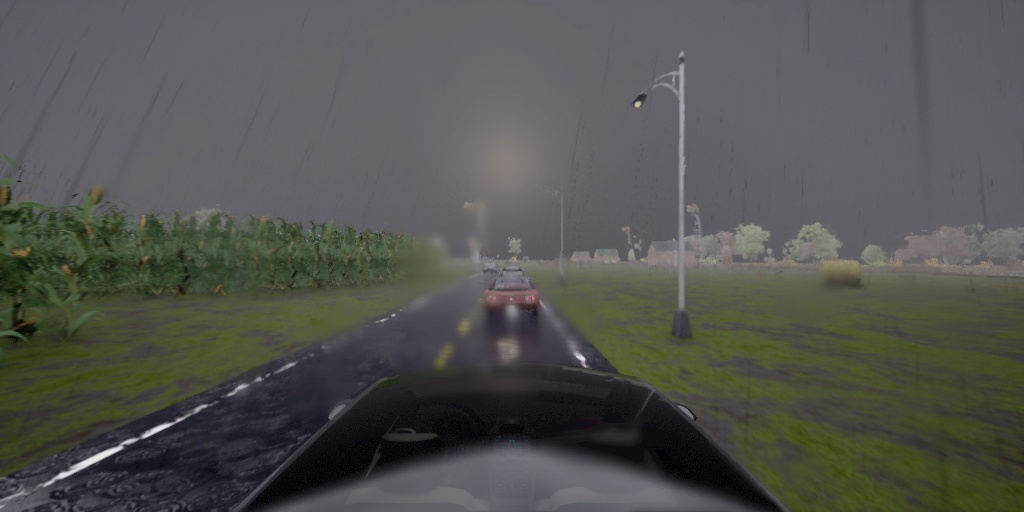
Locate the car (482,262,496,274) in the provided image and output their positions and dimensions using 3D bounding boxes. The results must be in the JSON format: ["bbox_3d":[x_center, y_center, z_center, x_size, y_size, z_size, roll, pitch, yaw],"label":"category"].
[{"bbox_3d":[-2.801,1.577,47.135,1.837,1.490,4.892,0,-1,1],"label":"car"}]

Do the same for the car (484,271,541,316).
[{"bbox_3d":[0.040,1.438,13.737,1.895,1.301,4.718,0,0,1],"label":"car"}]

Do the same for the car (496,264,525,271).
[{"bbox_3d":[0.044,1.440,29.359,2.128,1.511,4.902,0,0,1],"label":"car"}]
